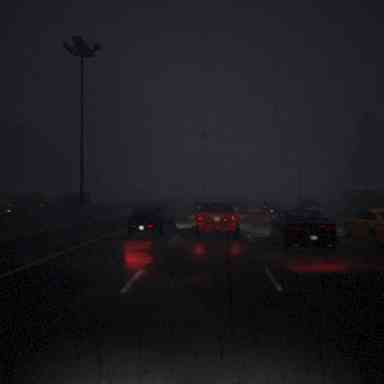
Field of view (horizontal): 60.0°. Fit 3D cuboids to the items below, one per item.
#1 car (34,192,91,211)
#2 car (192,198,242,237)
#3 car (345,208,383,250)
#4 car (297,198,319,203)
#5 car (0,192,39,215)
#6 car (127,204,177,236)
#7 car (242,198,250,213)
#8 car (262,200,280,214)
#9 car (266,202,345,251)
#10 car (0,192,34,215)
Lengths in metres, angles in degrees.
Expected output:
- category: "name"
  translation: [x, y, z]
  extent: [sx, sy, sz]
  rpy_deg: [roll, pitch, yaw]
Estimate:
- category: "car"
  translation: [-10.983, 1.045, 29.443]
  extent: [2.150, 2.045, 5.566]
  rpy_deg: [0, 0, 12]
- category: "car"
  translation: [1.430, 1.267, 17.592]
  extent: [2.097, 1.767, 4.553]
  rpy_deg: [0, 0, 7]
- category: "car"
  translation: [8.025, 1.427, 14.087]
  extent: [1.882, 1.535, 5.008]
  rpy_deg: [0, 0, 6]
- category: "car"
  translation: [11.969, 1.364, 34.278]
  extent: [1.837, 1.490, 4.892]
  rpy_deg: [0, 0, 15]
- category: "car"
  translation: [-17.570, 1.015, 32.056]
  extent: [2.150, 2.045, 5.566]
  rpy_deg: [0, 0, 12]
- category: "car"
  translation: [-2.056, 1.409, 17.948]
  extent: [1.837, 1.490, 4.892]
  rpy_deg: [0, 0, 7]
- category: "car"
  translation: [4.936, 1.362, 35.080]
  extent: [1.812, 1.442, 4.674]
  rpy_deg: [0, 0, 15]
- category: "car"
  translation: [7.894, 1.457, 32.649]
  extent: [1.895, 1.301, 4.718]
  rpy_deg: [0, 0, 14]
- category: "car"
  translation: [4.495, 1.419, 13.982]
  extent: [1.882, 1.535, 5.008]
  rpy_deg: [0, 0, 6]
- category: "car"
  translation: [-14.699, 1.040, 28.640]
  extent: [2.150, 2.045, 5.566]
  rpy_deg: [0, 0, 11]
